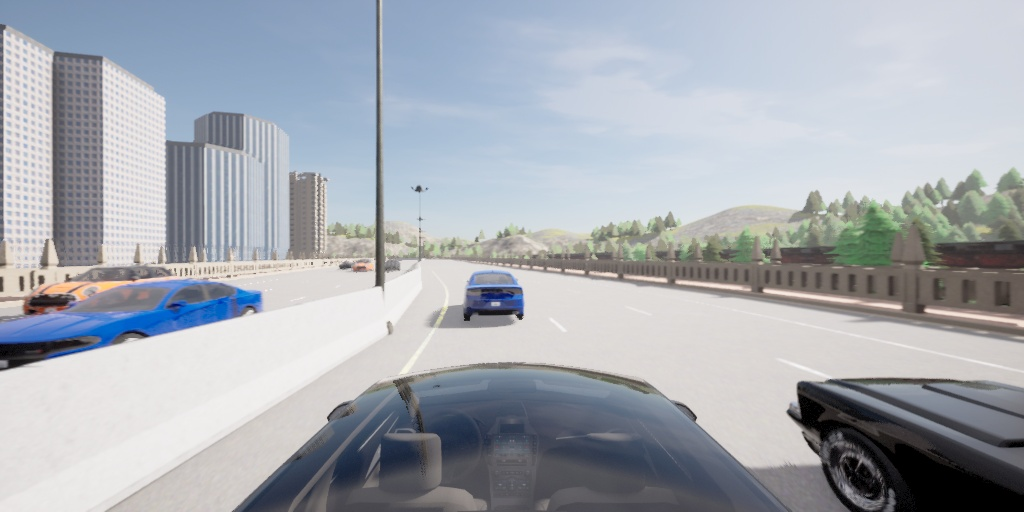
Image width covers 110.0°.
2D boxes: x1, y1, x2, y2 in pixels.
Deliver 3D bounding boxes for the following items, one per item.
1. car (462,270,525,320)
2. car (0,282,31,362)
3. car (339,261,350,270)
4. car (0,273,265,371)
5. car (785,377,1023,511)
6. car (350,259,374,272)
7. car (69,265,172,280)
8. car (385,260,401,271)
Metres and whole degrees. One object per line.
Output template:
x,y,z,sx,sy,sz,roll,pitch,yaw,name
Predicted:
-0.744,1.233,12.781,1.882,1.535,5.008,0,0,-6,car
-10.790,1.287,4.845,2.128,1.511,4.902,0,0,-3,car
-25.012,1.464,54.723,1.895,1.301,4.718,0,0,-14,car
-7.463,1.260,7.567,1.882,1.535,5.008,0,0,-4,car
3.491,1.336,1.186,1.895,1.301,4.718,0,0,0,car
-19.530,1.191,47.293,2.097,1.767,4.553,0,0,-14,car
-15.160,1.167,13.711,2.097,1.767,4.553,0,0,-9,car
-16.627,1.334,50.101,1.837,1.490,4.892,0,0,-14,car
